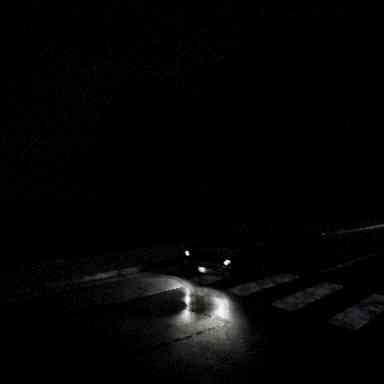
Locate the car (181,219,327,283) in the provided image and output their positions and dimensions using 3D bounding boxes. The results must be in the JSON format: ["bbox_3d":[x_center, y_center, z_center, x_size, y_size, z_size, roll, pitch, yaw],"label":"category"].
[{"bbox_3d":[2.181,1.571,10.124,5.357,1.411,2.033,1,1,-44],"label":"car"}]
